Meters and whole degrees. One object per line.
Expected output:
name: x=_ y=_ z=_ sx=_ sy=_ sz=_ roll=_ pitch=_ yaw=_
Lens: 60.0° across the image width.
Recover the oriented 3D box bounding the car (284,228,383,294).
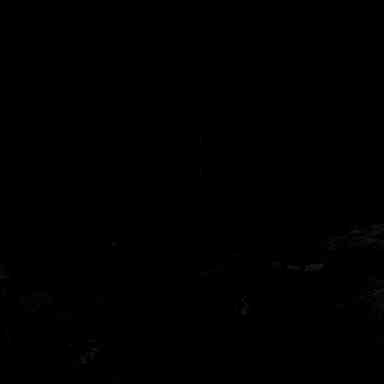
car: x=3.825 y=1.665 z=8.919 sx=4.206 sy=1.307 sz=1.802 roll=1 pitch=0 yaw=-36

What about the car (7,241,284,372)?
car: x=-0.666 y=1.593 z=5.713 sx=4.313 sy=1.339 sz=1.947 roll=1 pitch=0 yaw=-36
